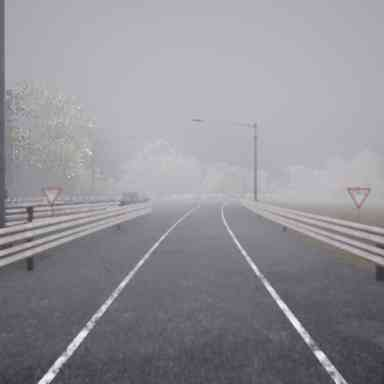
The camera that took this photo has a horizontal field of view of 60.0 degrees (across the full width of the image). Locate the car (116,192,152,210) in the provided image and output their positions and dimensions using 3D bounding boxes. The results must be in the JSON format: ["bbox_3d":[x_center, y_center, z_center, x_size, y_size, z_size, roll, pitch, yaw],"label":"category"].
[{"bbox_3d":[-6.646,1.019,40.155,2.150,2.045,5.566,0,0,12],"label":"car"}]

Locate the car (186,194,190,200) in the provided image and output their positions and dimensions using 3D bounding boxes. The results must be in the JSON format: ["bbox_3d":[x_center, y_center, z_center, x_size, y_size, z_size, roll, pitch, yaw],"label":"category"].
[{"bbox_3d":[-0.168,1.387,94.057,1.882,1.535,5.008,0,0,16],"label":"car"}]

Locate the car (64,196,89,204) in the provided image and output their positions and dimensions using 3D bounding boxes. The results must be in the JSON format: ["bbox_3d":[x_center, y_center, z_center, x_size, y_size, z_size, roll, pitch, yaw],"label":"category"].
[{"bbox_3d":[-13.681,1.288,40.689,2.128,1.511,4.902,0,0,12],"label":"car"}]

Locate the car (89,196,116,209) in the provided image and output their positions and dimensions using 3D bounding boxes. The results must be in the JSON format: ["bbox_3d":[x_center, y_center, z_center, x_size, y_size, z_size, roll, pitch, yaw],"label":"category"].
[{"bbox_3d":[-10.161,1.303,40.405,1.837,1.490,4.892,0,0,12],"label":"car"}]

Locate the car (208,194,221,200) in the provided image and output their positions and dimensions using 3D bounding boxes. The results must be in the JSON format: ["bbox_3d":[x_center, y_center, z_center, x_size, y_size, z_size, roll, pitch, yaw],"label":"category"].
[{"bbox_3d":[5.721,1.492,89.213,1.895,1.301,4.718,0,0,16],"label":"car"}]

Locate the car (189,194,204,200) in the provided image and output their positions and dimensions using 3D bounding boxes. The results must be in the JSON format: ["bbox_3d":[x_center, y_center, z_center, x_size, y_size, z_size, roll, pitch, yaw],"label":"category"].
[{"bbox_3d":[1.674,1.434,87.786,2.033,1.411,5.357,0,0,16],"label":"car"}]
